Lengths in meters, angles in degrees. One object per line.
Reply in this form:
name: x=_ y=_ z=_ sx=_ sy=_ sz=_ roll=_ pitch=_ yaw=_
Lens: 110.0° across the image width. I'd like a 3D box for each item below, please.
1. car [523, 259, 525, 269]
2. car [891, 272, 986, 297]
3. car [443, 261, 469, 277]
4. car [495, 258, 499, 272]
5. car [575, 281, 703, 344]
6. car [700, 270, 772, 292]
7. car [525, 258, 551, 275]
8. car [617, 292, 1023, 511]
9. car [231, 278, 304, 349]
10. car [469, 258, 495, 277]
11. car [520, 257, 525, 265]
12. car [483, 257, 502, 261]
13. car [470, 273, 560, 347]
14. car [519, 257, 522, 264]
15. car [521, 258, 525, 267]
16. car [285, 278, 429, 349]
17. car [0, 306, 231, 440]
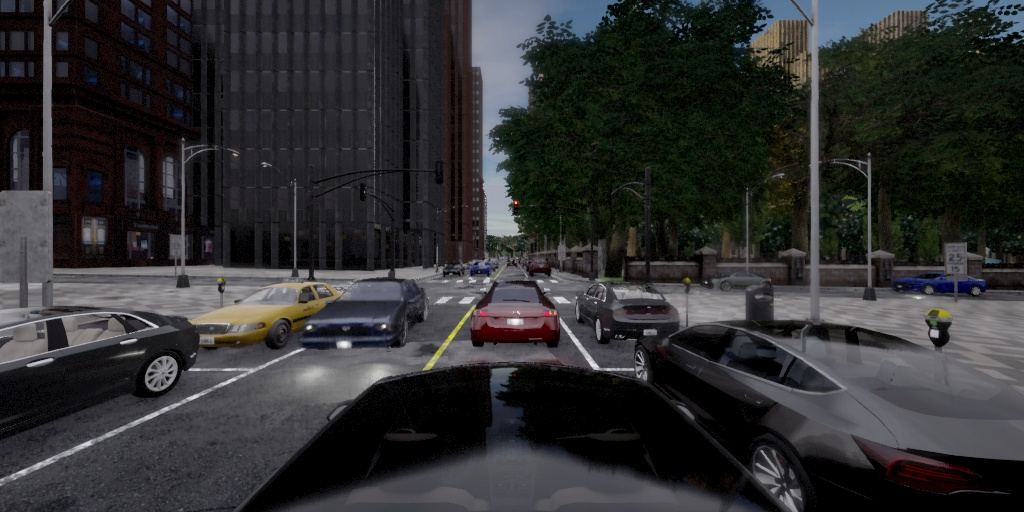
car: x=2.761 y=1.340 z=46.926 sx=1.948 sy=1.339 sz=4.313 roll=0 pitch=0 yaw=0
car: x=28.716 y=1.843 z=24.228 sx=5.008 sy=1.535 sz=1.882 roll=1 pitch=0 yaw=0
car: x=-5.764 y=1.328 z=36.004 sx=1.948 sy=1.339 sz=4.313 roll=0 pitch=0 yaw=0
car: x=-3.093 y=1.338 z=46.584 sx=1.994 sy=1.385 sz=4.181 roll=0 pitch=0 yaw=0
car: x=2.763 y=1.301 z=9.349 sx=2.007 sy=1.370 sz=4.403 roll=0 pitch=0 yaw=0
car: x=15.046 y=1.647 z=24.172 sx=4.181 sy=1.385 sz=1.994 roll=1 pitch=0 yaw=-2
car: x=2.761 y=1.077 z=36.014 sx=2.192 sy=1.841 sz=5.009 roll=0 pitch=0 yaw=0
car: x=2.763 y=1.316 z=3.836 sx=1.948 sy=1.339 sz=4.313 roll=0 pitch=0 yaw=0
car: x=-5.763 y=1.276 z=9.170 sx=1.751 sy=1.417 sz=4.829 roll=0 pitch=0 yaw=0
car: x=-3.093 y=1.240 z=36.619 sx=1.882 sy=1.535 sz=5.008 roll=0 pitch=0 yaw=0
car: x=2.760 y=1.337 z=57.839 sx=2.007 sy=1.370 sz=4.403 roll=0 pitch=0 yaw=0
car: x=-3.086 y=1.277 z=56.630 sx=2.128 sy=1.511 sz=4.902 roll=0 pitch=0 yaw=0
car: x=0.081 y=1.314 z=9.344 sx=1.994 sy=1.385 sz=4.181 roll=0 pitch=0 yaw=0
car: x=2.760 y=1.233 z=63.296 sx=1.967 sy=1.591 sz=4.097 roll=0 pitch=0 yaw=0
car: x=2.760 y=1.331 z=52.383 sx=2.007 sy=1.370 sz=4.403 roll=0 pitch=0 yaw=0
car: x=-3.396 y=1.298 z=9.449 sx=2.033 sy=1.411 sz=5.357 roll=0 pitch=0 yaw=-5
car: x=-5.762 y=1.300 z=3.827 sx=2.007 sy=1.370 sz=4.403 roll=0 pitch=0 yaw=0
